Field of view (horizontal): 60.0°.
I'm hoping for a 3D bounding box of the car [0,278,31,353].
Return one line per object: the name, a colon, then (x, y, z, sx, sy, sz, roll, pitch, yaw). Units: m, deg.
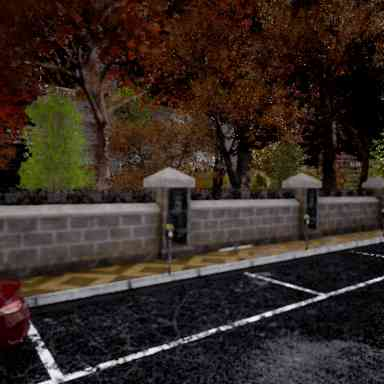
car: (-4.100, 1.584, 3.632, 4.206, 1.307, 1.802, 0, 0, -36)
